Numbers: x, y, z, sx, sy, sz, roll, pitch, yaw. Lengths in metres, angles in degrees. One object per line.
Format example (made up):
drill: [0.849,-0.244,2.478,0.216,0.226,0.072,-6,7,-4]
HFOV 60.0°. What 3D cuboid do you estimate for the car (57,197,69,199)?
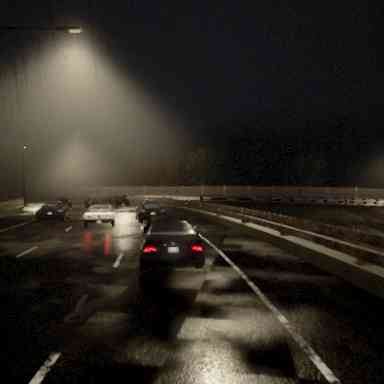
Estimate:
car: [-17.375,1.335,44.741,1.812,1.442,4.674,0,0,-25]

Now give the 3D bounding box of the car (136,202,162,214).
car: [-3.132,1.438,24.956,1.994,1.385,4.181,0,0,-13]

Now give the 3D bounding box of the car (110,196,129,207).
car: [-9.781,1.291,44.922,1.837,1.490,4.892,0,0,-24]

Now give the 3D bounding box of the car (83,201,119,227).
car: [-6.020,1.499,22.085,1.895,1.301,4.718,0,0,-12]

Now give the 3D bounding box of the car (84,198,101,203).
car: [-13.020,1.403,43.665,1.895,1.301,4.718,0,0,-24]

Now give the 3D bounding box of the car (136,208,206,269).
car: [-0.737,1.489,10.908,2.033,1.411,5.357,0,0,-6]

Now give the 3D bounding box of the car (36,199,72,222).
car: [-10.511,1.457,25.419,1.994,1.385,4.181,0,0,-14]
